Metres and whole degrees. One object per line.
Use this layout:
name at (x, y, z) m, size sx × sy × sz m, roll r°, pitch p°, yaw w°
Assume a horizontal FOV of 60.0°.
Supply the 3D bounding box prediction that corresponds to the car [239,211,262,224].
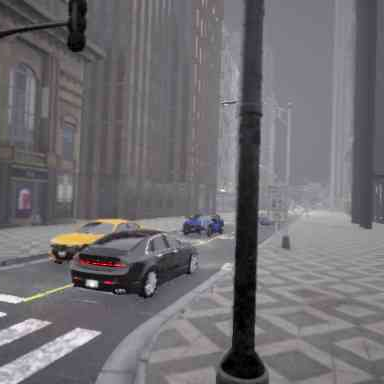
car at (7.413, 3.123, 41.761) m, size 1.994 × 1.385 × 4.181 m, roll 2°, pitch -2°, yaw 21°

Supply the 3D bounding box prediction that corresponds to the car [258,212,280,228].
car at (7.929, 2.847, 34.406) m, size 1.882 × 1.535 × 5.008 m, roll 2°, pitch -2°, yaw 20°

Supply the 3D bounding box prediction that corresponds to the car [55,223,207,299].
car at (-1.320, 1.831, 9.480) m, size 1.837 × 1.490 × 4.892 m, roll 2°, pitch -2°, yaw 20°

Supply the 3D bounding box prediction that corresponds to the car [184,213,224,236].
car at (0.940, 2.296, 24.474) m, size 1.882 × 1.535 × 5.008 m, roll 2°, pitch -2°, yaw 20°

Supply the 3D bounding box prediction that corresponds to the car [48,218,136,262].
car at (-3.318, 1.805, 12.985) m, size 1.882 × 1.535 × 5.008 m, roll 2°, pitch -2°, yaw 19°
